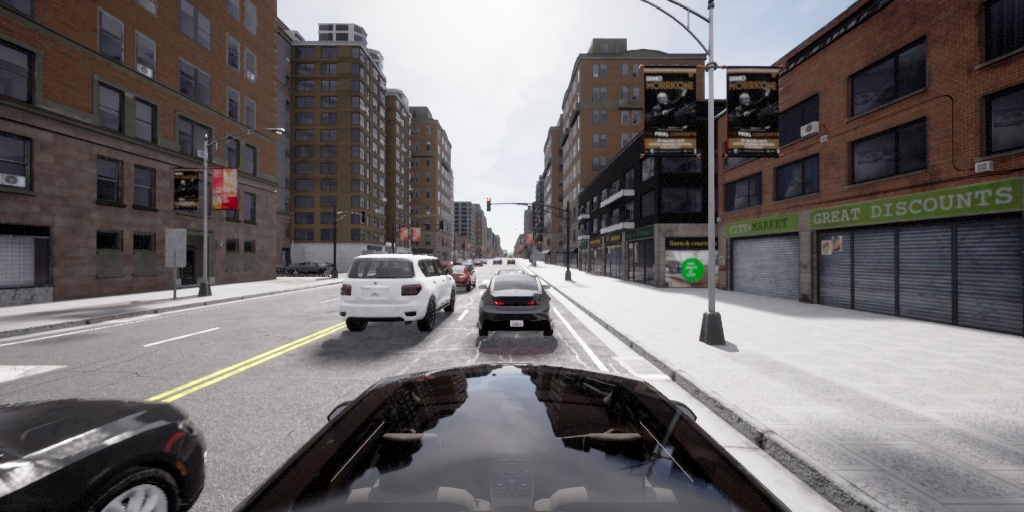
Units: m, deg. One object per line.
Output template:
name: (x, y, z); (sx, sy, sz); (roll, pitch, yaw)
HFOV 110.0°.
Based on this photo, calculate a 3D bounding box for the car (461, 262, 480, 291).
car: (-3.253, 1.279, 21.593); (1.812, 1.442, 4.674); (0, 0, 0)

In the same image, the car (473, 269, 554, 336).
car: (0.083, 1.256, 10.385); (1.837, 1.490, 4.892); (0, 0, 0)

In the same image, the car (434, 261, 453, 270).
car: (-9.957, 1.370, 52.587); (1.895, 1.301, 4.718); (0, 0, 0)

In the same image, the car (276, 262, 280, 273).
car: (-27.899, 1.332, 40.734); (4.403, 1.370, 2.007); (0, 0, 0)

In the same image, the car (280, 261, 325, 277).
car: (-19.490, 1.243, 35.333); (4.902, 1.511, 2.128); (0, 0, -2)

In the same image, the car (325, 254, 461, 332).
car: (-3.174, 0.972, 11.064); (2.150, 2.045, 5.566); (0, 0, 1)

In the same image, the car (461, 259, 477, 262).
car: (-6.710, 1.333, 52.969); (1.994, 1.385, 4.181); (0, 0, -1)

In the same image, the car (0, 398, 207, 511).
car: (-3.148, 1.256, 0.605); (1.837, 1.490, 4.892); (0, 0, 0)
